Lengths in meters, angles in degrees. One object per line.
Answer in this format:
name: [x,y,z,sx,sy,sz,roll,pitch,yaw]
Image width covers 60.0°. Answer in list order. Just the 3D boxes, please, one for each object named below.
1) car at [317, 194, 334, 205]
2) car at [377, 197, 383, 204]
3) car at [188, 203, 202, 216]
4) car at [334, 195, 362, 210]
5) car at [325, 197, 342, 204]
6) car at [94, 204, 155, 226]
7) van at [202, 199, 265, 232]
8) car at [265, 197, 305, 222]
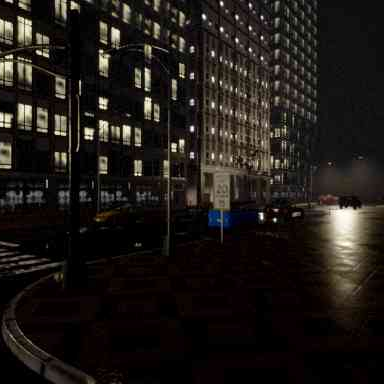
car: [25.141,1.380,62.535,2.192,1.841,5.009,0,0,38]
car: [38.174,1.658,66.534,1.947,1.339,4.313,0,0,38]
car: [1.362,1.603,31.689,1.802,1.307,4.206,0,0,38]
car: [21.191,1.368,44.503,2.192,1.841,5.009,0,0,38]
car: [28.538,1.624,66.940,2.008,1.369,4.403,0,0,38]
car: [-4.751,1.540,23.971,1.752,1.417,4.829,0,0,38]
van: [2.636,1.368,20.252,1.690,1.788,3.998,0,0,38]
car: [7.603,1.472,26.877,1.967,1.590,4.097,0,0,38]
